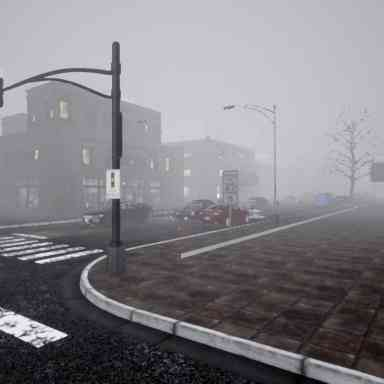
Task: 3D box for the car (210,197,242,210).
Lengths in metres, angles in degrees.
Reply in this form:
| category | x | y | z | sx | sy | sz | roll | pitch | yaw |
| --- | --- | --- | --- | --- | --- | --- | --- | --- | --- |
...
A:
| category | x | y | z | sx | sy | sz | roll | pitch | yaw |
| --- | --- | --- | --- | --- | --- | --- | --- | --- | --- |
| car | 4.016 | 1.333 | 38.862 | 1.947 | 1.339 | 4.313 | 0 | 1 | 35 |

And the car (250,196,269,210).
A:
| category | x | y | z | sx | sy | sz | roll | pitch | yaw |
| --- | --- | --- | --- | --- | --- | --- | --- | --- | --- |
| car | 7.665 | 1.271 | 39.575 | 1.812 | 1.442 | 4.674 | 0 | 0 | 35 |

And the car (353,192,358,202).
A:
| category | x | y | z | sx | sy | sz | roll | pitch | yaw |
| --- | --- | --- | --- | --- | --- | --- | --- | --- | --- |
| car | 26.605 | 1.116 | 56.846 | 1.887 | 1.381 | 4.507 | 0 | 1 | 35 |

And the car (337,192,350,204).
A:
| category | x | y | z | sx | sy | sz | roll | pitch | yaw |
| --- | --- | --- | --- | --- | --- | --- | --- | --- | --- |
| car | 23.467 | 1.173 | 52.297 | 1.947 | 1.339 | 4.313 | 0 | 1 | 35 |

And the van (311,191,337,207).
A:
| category | x | y | z | sx | sy | sz | roll | pitch | yaw |
| --- | --- | --- | --- | --- | --- | --- | --- | --- | --- |
| van | 17.191 | 1.021 | 43.198 | 1.690 | 1.788 | 3.998 | 0 | 1 | 35 |

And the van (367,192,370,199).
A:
| category | x | y | z | sx | sy | sz | roll | pitch | yaw |
| --- | --- | --- | --- | --- | --- | --- | --- | --- | --- |
| van | 36.020 | 0.805 | 70.490 | 1.690 | 1.788 | 3.998 | 0 | 1 | 35 |

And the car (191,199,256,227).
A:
| category | x | y | z | sx | sy | sz | roll | pitch | yaw |
| --- | --- | --- | --- | --- | --- | --- | --- | --- | --- |
| car | 2.175 | 1.403 | 21.436 | 1.887 | 1.381 | 4.507 | 0 | 1 | 35 |

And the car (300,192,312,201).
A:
| category | x | y | z | sx | sy | sz | roll | pitch | yaw |
| --- | --- | --- | --- | --- | --- | --- | --- | --- | --- |
| car | 22.845 | 0.862 | 66.152 | 2.192 | 1.841 | 5.009 | 0 | 1 | 35 |

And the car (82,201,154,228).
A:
| category | x | y | z | sx | sy | sz | roll | pitch | yaw |
| --- | --- | --- | --- | --- | --- | --- | --- | --- | --- |
| car | -4.801 | 1.384 | 21.531 | 2.128 | 1.511 | 4.902 | 0 | 0 | 35 |

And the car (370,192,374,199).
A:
| category | x | y | z | sx | sy | sz | roll | pitch | yaw |
| --- | --- | --- | --- | --- | --- | --- | --- | --- | --- |
| car | 39.158 | 0.973 | 75.040 | 1.887 | 1.381 | 4.507 | 0 | 1 | 35 |

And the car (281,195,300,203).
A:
| category | x | y | z | sx | sy | sz | roll | pitch | yaw |
| --- | --- | --- | --- | --- | --- | --- | --- | --- | --- |
| car | 16.569 | 1.201 | 57.056 | 1.802 | 1.307 | 4.206 | 0 | 1 | 35 |

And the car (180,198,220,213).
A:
| category | x | y | z | sx | sy | sz | roll | pitch | yaw |
| --- | --- | --- | --- | --- | --- | --- | --- | --- | --- |
| car | 0.878 | 1.355 | 34.314 | 2.008 | 1.369 | 4.403 | 0 | 1 | 35 |

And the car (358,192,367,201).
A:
| category | x | y | z | sx | sy | sz | roll | pitch | yaw |
| --- | --- | --- | --- | --- | --- | --- | --- | --- | --- |
| car | 32.882 | 0.939 | 65.942 | 1.967 | 1.590 | 4.097 | 0 | 1 | 35 |

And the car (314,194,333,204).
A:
| category | x | y | z | sx | sy | sz | roll | pitch | yaw |
| --- | --- | --- | --- | --- | --- | --- | --- | --- | --- |
| car | 21.353 | 1.088 | 53.823 | 1.882 | 1.535 | 5.008 | 0 | 0 | 34 |

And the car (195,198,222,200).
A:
| category | x | y | z | sx | sy | sz | roll | pitch | yaw |
| --- | --- | --- | --- | --- | --- | --- | --- | --- | --- |
| car | 0.701 | 1.353 | 29.499 | 1.812 | 1.442 | 4.674 | 0 | 0 | 35 |

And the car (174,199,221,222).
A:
| category | x | y | z | sx | sy | sz | roll | pitch | yaw |
| --- | --- | --- | --- | --- | --- | --- | --- | --- | --- |
| car | 0.832 | 1.453 | 24.021 | 1.895 | 1.301 | 4.718 | 0 | 0 | 34 |

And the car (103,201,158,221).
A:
| category | x | y | z | sx | sy | sz | roll | pitch | yaw |
| --- | --- | --- | --- | --- | --- | --- | --- | --- | --- |
| car | -4.723 | 1.452 | 26.195 | 1.802 | 1.307 | 4.206 | 0 | 1 | 35 |
